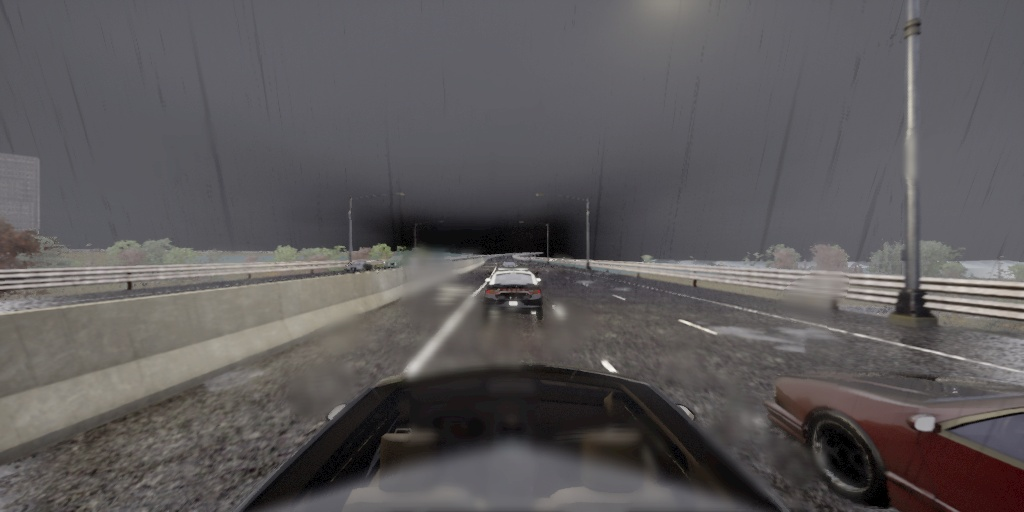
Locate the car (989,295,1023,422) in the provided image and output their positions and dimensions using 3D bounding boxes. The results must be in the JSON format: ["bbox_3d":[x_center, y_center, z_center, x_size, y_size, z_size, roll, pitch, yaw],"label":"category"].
[{"bbox_3d":[7.092,1.253,2.193,1.837,1.490,4.892,0,0,0],"label":"car"}]

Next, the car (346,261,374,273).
[{"bbox_3d":[-18.086,1.306,42.805,1.994,1.385,4.181,0,0,-1],"label":"car"}]

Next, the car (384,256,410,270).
[{"bbox_3d":[-14.666,0.963,46.476,2.150,2.045,5.566,0,0,-1],"label":"car"}]

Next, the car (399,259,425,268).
[{"bbox_3d":[-11.043,1.305,40.869,1.994,1.385,4.181,0,0,-1],"label":"car"}]

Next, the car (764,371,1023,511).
[{"bbox_3d":[3.593,1.296,1.311,2.033,1.411,5.357,0,0,0],"label":"car"}]

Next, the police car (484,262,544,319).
[{"bbox_3d":[0.051,1.175,13.015,1.930,1.638,5.238,0,0,0],"label":"police car"}]
